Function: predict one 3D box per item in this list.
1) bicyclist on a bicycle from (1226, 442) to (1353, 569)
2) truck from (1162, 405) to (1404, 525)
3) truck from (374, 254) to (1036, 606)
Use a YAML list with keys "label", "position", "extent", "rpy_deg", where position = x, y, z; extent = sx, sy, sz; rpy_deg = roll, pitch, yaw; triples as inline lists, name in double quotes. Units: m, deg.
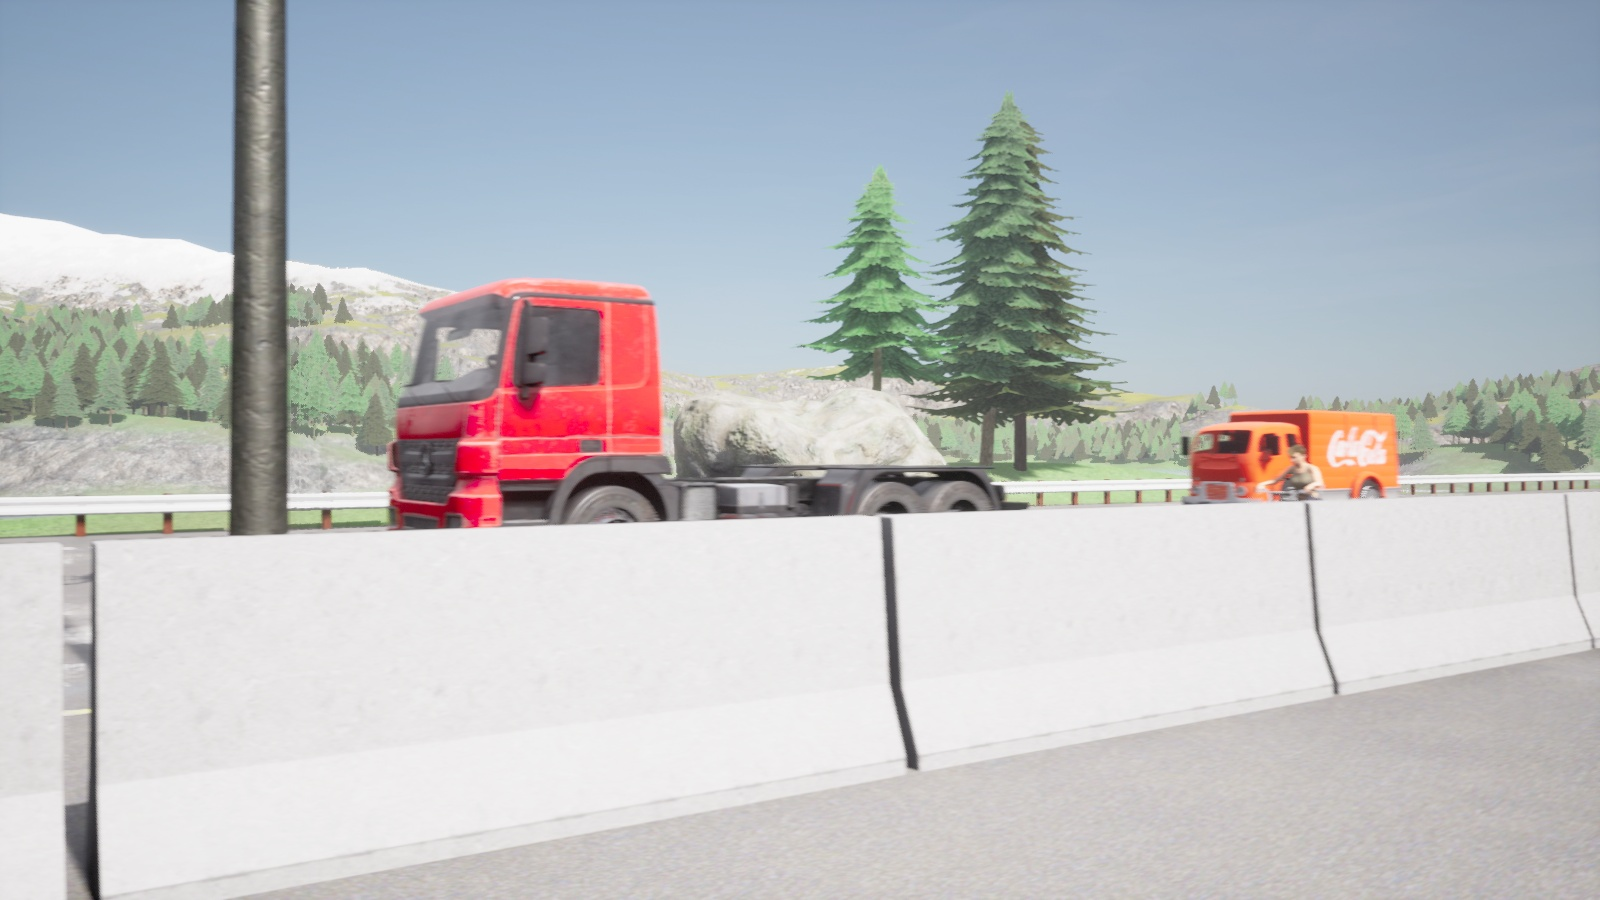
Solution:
- label: "bicyclist on a bicycle"
  position: [6.521, 0.709, 16.720]
  extent: [1.509, 1.612, 0.866]
  rpy_deg: [0, 0, -35]
- label: "truck"
  position: [10.935, 0.304, 28.327]
  extent: [5.204, 2.467, 2.627]
  rpy_deg: [0, 0, -35]
- label: "truck"
  position: [-0.919, -0.196, 15.814]
  extent: [7.936, 3.462, 2.891]
  rpy_deg: [0, 0, -35]
